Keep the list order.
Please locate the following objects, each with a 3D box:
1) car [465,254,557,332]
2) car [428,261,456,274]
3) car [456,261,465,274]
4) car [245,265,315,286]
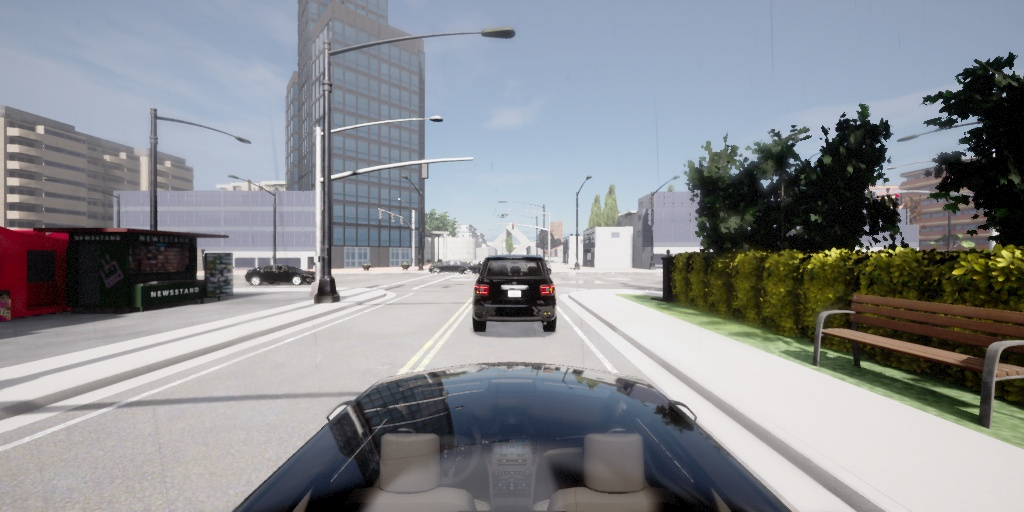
[{"bbox_3d":[0.075,0.971,11.036,2.150,2.045,5.566,0,0,0],"label":"car"},{"bbox_3d":[-6.918,1.274,40.402,4.902,1.511,2.128,0,0,0],"label":"car"},{"bbox_3d":[-2.940,1.279,36.934,4.892,1.490,1.837,0,0,0],"label":"car"},{"bbox_3d":[-16.638,1.362,26.130,4.892,1.490,1.837,-1,0,0],"label":"car"}]
